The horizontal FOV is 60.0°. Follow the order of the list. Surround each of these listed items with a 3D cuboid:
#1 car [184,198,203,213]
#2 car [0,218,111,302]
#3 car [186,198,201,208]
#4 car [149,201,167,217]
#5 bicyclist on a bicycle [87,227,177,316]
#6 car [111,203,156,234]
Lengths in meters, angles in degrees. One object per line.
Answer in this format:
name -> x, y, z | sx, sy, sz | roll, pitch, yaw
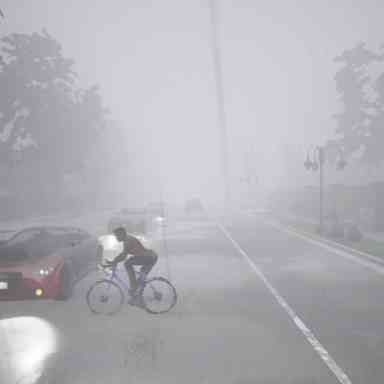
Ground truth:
car -> 0.179, 1.501, 36.991 | 1.837, 1.490, 4.892 | 0, 0, 1
car -> -3.583, 1.564, 8.202 | 1.994, 1.385, 4.181 | 0, 0, 0
car -> 0.186, 1.538, 47.305 | 1.994, 1.385, 4.181 | 0, 0, 1
car -> -3.443, 1.547, 32.045 | 2.033, 1.411, 5.357 | 0, 0, 1
bicyclist on a bicycle -> -1.117, 1.455, 6.048 | 1.656, 1.620, 0.582 | -2, 0, 0
car -> -3.491, 1.563, 19.216 | 1.994, 1.385, 4.181 | 0, 0, 1
